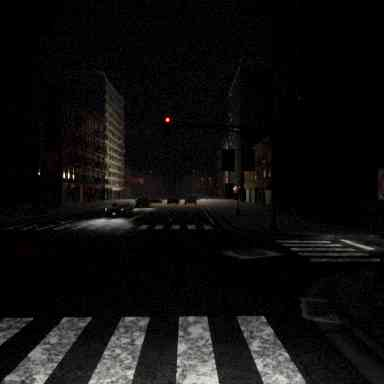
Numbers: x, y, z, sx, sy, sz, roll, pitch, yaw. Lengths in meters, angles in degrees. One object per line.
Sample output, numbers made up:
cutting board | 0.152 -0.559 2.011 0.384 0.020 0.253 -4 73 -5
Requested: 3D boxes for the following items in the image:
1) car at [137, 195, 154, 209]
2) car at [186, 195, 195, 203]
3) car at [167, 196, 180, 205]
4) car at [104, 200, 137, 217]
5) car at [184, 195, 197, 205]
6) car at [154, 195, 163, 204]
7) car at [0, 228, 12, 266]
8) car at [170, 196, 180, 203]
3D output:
car | -6.793 1.501 46.294 1.837 1.490 4.892 0 0 0
car | -0.296 1.467 68.314 1.882 1.535 5.008 0 0 0
car | -3.410 1.469 59.711 1.882 1.535 5.008 0 0 0
car | -6.733 1.600 30.902 1.895 1.301 4.718 0 0 0
car | -0.252 1.344 58.281 2.097 1.767 4.553 0 0 0
car | -6.774 1.395 63.315 2.097 1.767 4.553 0 0 0
car | -6.630 1.522 8.835 1.812 1.442 4.674 0 0 0
car | -3.468 1.590 69.864 1.895 1.301 4.718 0 0 0
